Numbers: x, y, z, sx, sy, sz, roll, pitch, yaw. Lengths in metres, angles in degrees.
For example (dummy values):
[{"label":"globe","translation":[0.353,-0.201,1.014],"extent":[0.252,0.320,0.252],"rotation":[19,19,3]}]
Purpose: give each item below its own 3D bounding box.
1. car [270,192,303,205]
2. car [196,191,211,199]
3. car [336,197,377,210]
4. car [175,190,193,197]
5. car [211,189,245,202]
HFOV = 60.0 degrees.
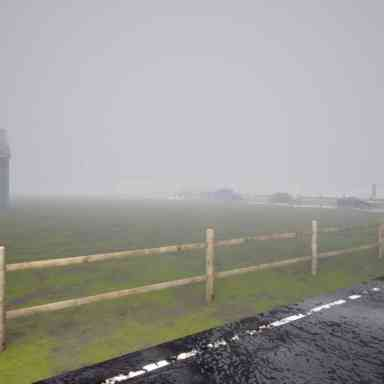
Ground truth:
[{"label":"car","translation":[12.829,0.830,45.173],"extent":[2.097,1.767,4.553],"rotation":[0,1,-35]},{"label":"car","translation":[2.793,0.597,65.485],"extent":[1.837,1.490,4.892],"rotation":[0,1,-35]},{"label":"car","translation":[18.400,1.216,37.358],"extent":[1.994,1.385,4.181],"rotation":[0,1,-35]},{"label":"car","translation":[-1.772,0.362,71.827],"extent":[1.837,1.490,4.892],"rotation":[0,1,-36]},{"label":"car","translation":[6.168,0.495,54.521],"extent":[2.150,2.045,5.566],"rotation":[0,1,-35]}]
